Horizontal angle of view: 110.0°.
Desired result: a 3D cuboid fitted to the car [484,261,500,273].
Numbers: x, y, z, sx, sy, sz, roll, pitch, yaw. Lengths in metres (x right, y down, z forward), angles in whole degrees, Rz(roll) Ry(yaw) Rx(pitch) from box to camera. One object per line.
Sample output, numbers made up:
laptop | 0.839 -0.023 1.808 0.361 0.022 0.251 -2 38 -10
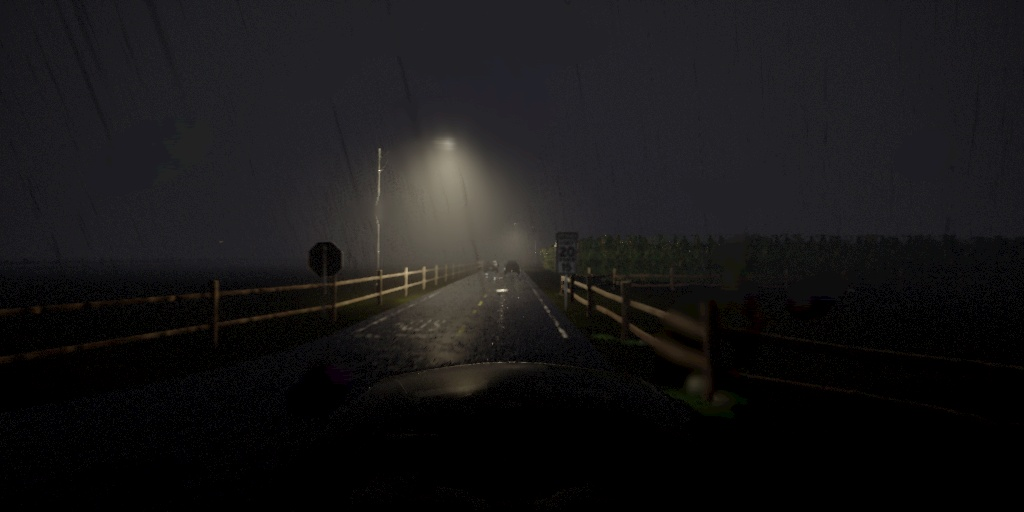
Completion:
car | -2.757 1.453 49.271 2.128 1.511 4.902 1 0 0

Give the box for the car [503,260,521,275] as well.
car | -0.006 1.475 44.266 1.837 1.490 4.892 1 0 0
